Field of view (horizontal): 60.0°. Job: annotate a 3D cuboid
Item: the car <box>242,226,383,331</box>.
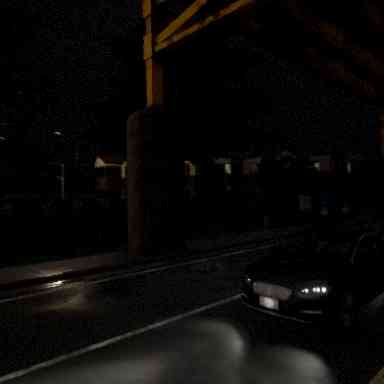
[{"bbox_3d":[3.036,1.543,7.148,4.902,1.511,2.128,0,-1,-43],"label":"car"}]
